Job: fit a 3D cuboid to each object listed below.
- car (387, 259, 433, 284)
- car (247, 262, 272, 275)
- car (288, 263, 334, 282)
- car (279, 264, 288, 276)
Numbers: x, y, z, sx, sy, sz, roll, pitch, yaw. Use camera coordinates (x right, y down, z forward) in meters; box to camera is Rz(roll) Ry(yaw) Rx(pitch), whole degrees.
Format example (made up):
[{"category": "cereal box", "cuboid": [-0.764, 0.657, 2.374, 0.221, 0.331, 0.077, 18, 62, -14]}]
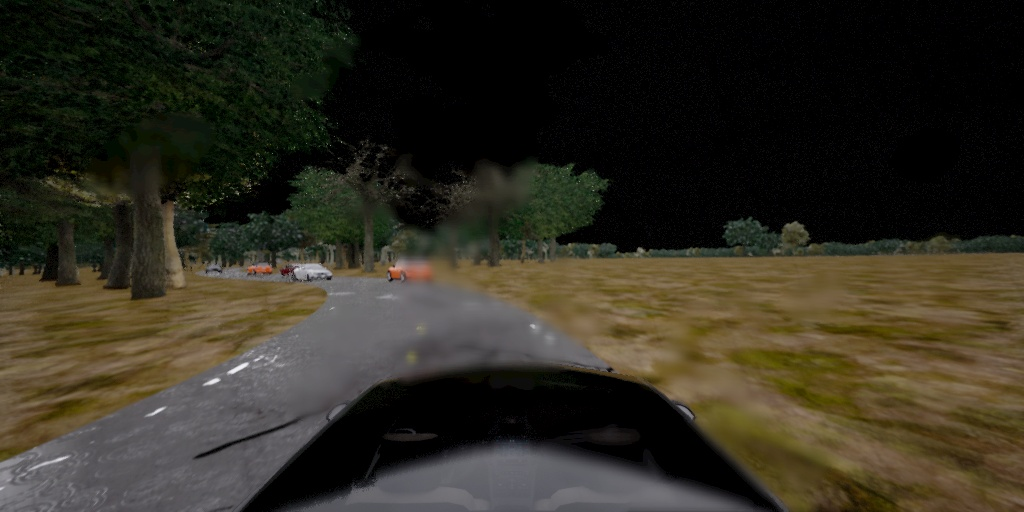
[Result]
[{"category": "car", "cuboid": [-7.703, 1.032, 26.789, 2.097, 1.767, 4.553, -1, 0, -37]}, {"category": "car", "cuboid": [-34.641, 1.670, 49.183, 4.553, 1.767, 2.097, -1, 0, 42]}, {"category": "car", "cuboid": [-16.863, 1.373, 30.216, 4.674, 1.442, 1.812, -1, -1, 41]}, {"category": "car", "cuboid": [-24.805, 1.547, 40.892, 5.008, 1.535, 1.882, -1, 0, 38]}]
